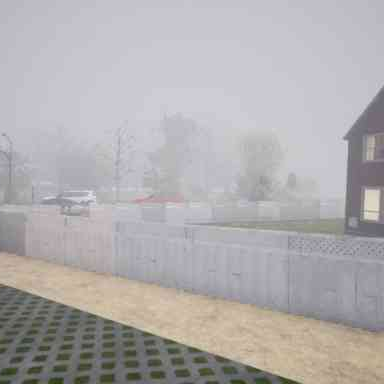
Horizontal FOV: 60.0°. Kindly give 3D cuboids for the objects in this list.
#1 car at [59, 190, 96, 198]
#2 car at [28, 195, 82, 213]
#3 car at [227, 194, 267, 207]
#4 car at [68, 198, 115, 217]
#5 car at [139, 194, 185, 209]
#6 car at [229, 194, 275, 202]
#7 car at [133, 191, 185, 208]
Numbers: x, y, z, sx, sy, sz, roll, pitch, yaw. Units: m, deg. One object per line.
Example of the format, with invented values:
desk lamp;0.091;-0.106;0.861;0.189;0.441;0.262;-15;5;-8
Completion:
car;-12.987;0.866;35.282;5.566;2.045;2.150;0;2;-19
car;-13.283;1.289;31.777;4.674;1.442;1.812;0;2;-17
car;6.923;1.030;41.940;4.674;1.442;1.812;-1;2;-18
car;-8.319;1.451;29.797;4.718;1.301;1.895;0;2;-18
car;-3.491;1.050;38.467;5.008;1.535;1.882;0;2;-19
car;7.095;1.167;38.578;5.357;1.411;2.033;0;2;-18
car;-3.487;0.908;35.035;5.566;2.045;2.150;-1;2;-19
